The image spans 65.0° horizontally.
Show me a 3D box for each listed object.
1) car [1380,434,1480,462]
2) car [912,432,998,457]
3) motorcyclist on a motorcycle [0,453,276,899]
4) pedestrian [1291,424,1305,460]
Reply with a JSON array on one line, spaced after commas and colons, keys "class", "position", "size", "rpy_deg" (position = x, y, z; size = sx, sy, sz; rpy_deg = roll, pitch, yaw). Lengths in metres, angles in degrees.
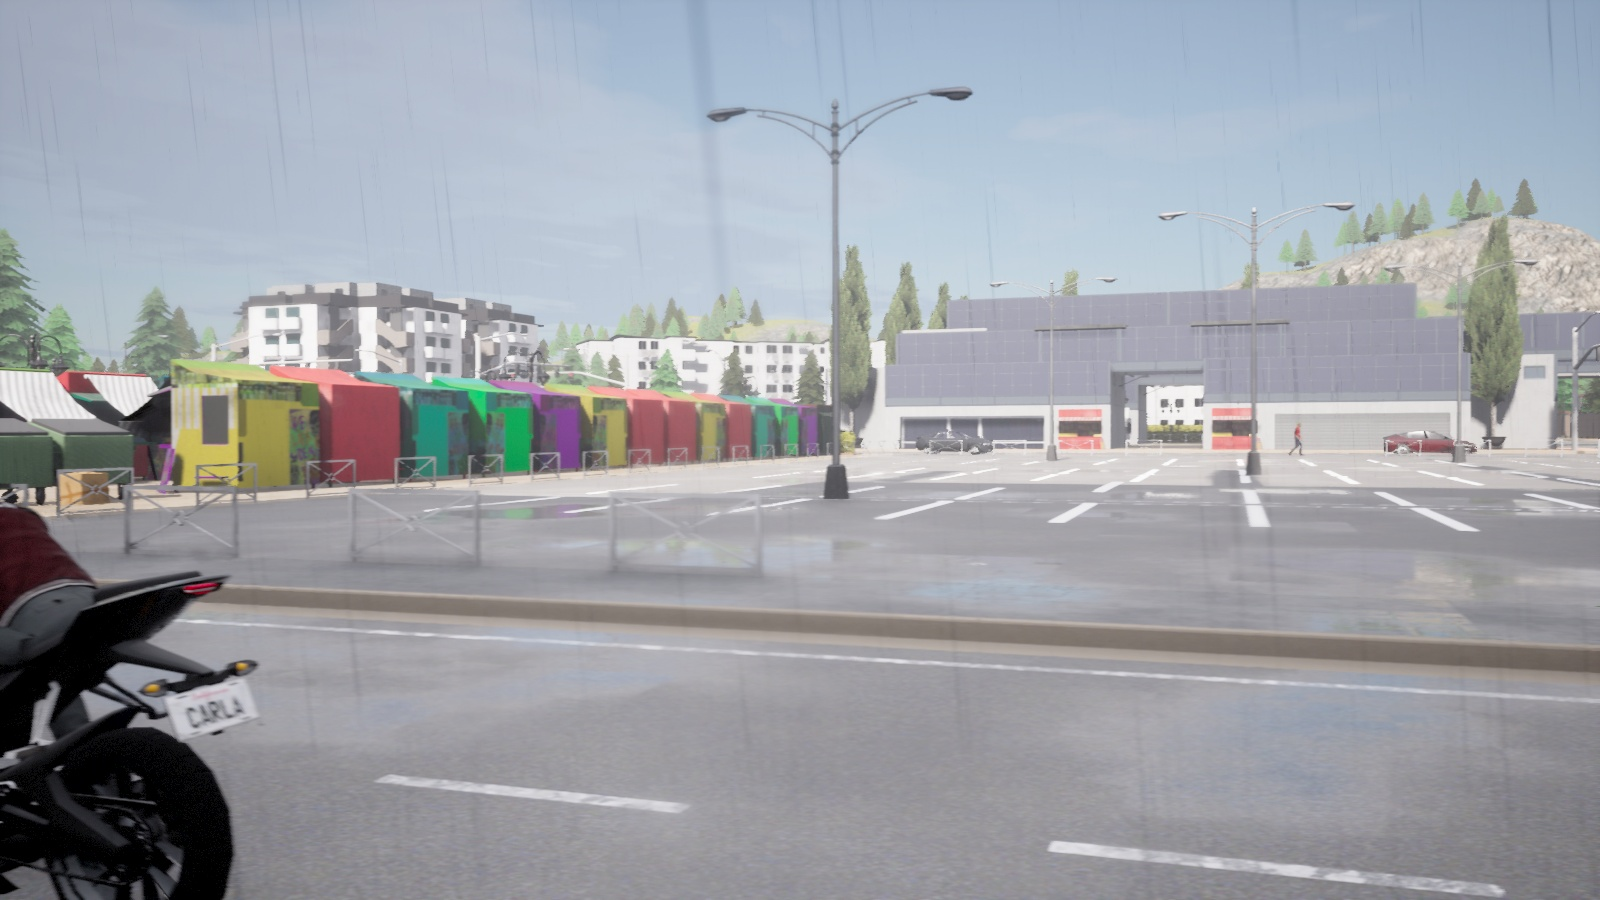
[{"class": "car", "position": [35.541, -0.122, 70.993], "size": [4.792, 1.488, 2.163], "rpy_deg": [1, 1, 20]}, {"class": "car", "position": [9.513, -0.358, 76.950], "size": [4.902, 1.511, 2.128], "rpy_deg": [1, 1, 20]}, {"class": "motorcyclist on a motorcycle", "position": [-2.950, 0.783, 4.186], "size": [2.191, 1.530, 0.866], "rpy_deg": [1, 1, 19]}, {"class": "pedestrian", "position": [25.956, -0.411, 65.513], "size": [0.636, 1.846, 0.331], "rpy_deg": [0, 1, 16]}]
